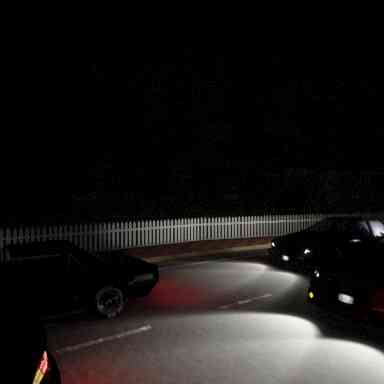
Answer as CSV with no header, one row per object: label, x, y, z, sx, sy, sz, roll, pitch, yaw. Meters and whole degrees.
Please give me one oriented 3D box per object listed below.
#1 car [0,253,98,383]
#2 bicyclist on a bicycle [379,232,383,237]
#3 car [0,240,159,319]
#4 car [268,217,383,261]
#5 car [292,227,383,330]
car,-3.228,1.492,1.564,4.902,1.511,2.128,0,0,-35
bicyclist on a bicycle,6.237,1.459,9.981,0.582,1.620,1.656,0,-1,-26
car,-3.071,1.601,5.871,4.718,1.301,1.895,0,0,-34
car,5.130,1.546,10.952,5.357,1.411,2.033,0,0,-26
car,4.238,1.564,6.432,4.181,1.385,1.994,0,0,-30
